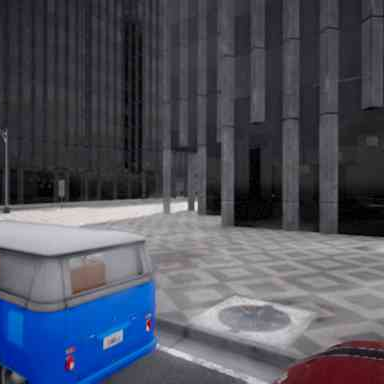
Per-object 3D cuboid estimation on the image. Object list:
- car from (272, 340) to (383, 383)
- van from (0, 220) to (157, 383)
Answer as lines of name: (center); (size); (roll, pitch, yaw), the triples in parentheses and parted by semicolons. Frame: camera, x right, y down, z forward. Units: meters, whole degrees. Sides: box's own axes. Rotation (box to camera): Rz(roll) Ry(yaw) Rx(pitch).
car: (2.150, 1.439, 1.432); (4.097, 1.590, 1.967); (0, 0, 36)
van: (-2.347, 1.346, 4.642); (3.998, 1.788, 1.690); (0, 0, 36)
